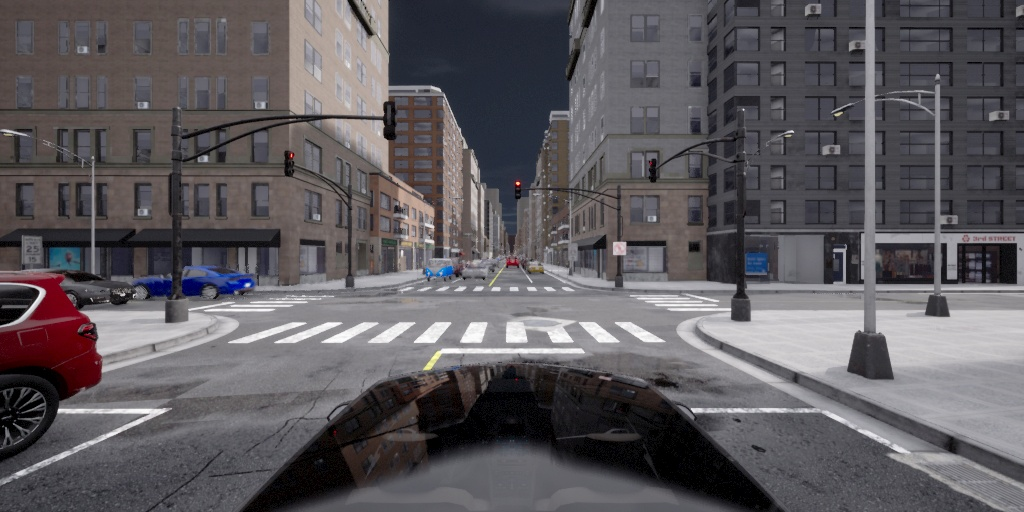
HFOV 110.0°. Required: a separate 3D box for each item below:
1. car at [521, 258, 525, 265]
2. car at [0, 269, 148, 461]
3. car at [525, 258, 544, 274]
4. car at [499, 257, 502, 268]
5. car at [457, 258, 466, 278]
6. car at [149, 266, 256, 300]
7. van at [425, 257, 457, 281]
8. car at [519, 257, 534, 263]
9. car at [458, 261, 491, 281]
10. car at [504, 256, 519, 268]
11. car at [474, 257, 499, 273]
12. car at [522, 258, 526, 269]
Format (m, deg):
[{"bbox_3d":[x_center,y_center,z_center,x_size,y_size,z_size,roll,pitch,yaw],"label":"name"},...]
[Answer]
[{"bbox_3d":[2.687,1.310,51.502,1.948,1.339,4.313,0,0,0],"label":"car"},{"bbox_3d":[-5.858,1.065,2.153,2.192,1.841,5.009,0,0,0],"label":"car"},{"bbox_3d":[2.682,1.272,40.483,1.751,1.417,4.829,0,0,0],"label":"car"},{"bbox_3d":[-3.025,1.249,58.920,1.837,1.490,4.892,0,0,1],"label":"car"},{"bbox_3d":[-5.846,1.062,34.697,2.192,1.841,5.009,0,0,0],"label":"car"},{"bbox_3d":[-14.995,1.233,16.970,5.008,1.535,1.882,0,0,-1],"label":"car"},{"bbox_3d":[-5.848,1.088,29.101,1.690,1.789,3.998,0,0,0],"label":"van"},{"bbox_3d":[2.689,1.058,57.096,2.192,1.841,5.009,0,0,0],"label":"car"},{"bbox_3d":[-3.089,1.349,30.587,1.895,1.301,4.718,0,0,0],"label":"car"},{"bbox_3d":[0.121,0.964,60.989,2.150,2.045,5.566,0,0,0],"label":"car"},{"bbox_3d":[-3.079,1.238,44.082,2.128,1.511,4.902,0,0,0],"label":"car"},{"bbox_3d":[2.685,1.296,45.908,2.007,1.370,4.403,0,0,0],"label":"car"}]
